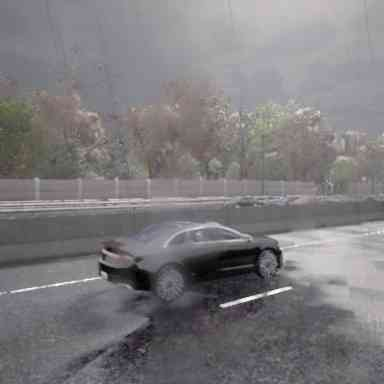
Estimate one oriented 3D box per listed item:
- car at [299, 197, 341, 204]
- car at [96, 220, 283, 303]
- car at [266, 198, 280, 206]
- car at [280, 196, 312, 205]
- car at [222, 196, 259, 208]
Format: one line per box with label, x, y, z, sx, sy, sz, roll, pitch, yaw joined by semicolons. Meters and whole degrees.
car;12.067;1.362;29.790;4.718;1.301;1.895;-1;0;-35
car;0.179;1.448;8.170;4.902;1.511;2.128;-1;0;-35
car;10.711;1.280;37.416;5.357;1.411;2.033;-1;0;-35
car;11.627;1.222;33.771;5.008;1.535;1.882;-1;0;-35
car;5.585;1.270;38.059;4.892;1.490;1.837;-1;0;-35
